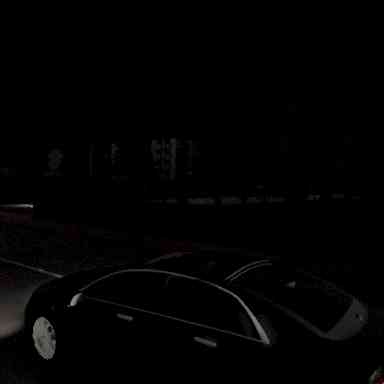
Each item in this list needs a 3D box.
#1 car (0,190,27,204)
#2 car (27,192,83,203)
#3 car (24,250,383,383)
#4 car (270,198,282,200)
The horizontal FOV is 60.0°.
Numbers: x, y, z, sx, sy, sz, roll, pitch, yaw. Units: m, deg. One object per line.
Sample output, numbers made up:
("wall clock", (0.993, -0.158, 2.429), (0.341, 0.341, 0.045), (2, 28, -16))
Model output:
("car", (-19.420, 0.493, 35.451), (2.128, 1.511, 4.902), (2, 1, 38))
("car", (-14.488, 0.662, 36.115), (2.033, 1.411, 5.357), (2, 1, 38))
("car", (-0.149, 1.495, 4.089), (4.892, 1.490, 1.837), (1, 0, 36))
("car", (16.897, 0.881, 65.594), (1.837, 1.490, 4.892), (2, 1, 37))
